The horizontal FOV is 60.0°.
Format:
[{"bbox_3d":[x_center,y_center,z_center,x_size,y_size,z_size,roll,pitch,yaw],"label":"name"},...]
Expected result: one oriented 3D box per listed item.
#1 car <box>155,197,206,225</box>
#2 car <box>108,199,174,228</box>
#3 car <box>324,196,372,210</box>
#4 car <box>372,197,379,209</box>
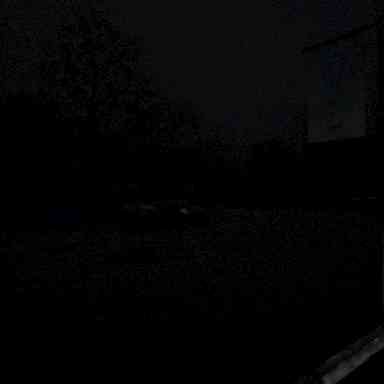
[{"bbox_3d":[-1.098,1.161,22.748,2.185,1.767,4.553,0,0,-40],"label":"car"},{"bbox_3d":[-3.487,1.331,20.663,2.002,1.452,4.674,0,0,-40],"label":"car"},{"bbox_3d":[17.613,1.313,38.309,2.002,1.452,4.674,0,0,-40],"label":"car"},{"bbox_3d":[20.131,1.272,40.404,2.231,1.521,4.892,0,0,-40],"label":"car"}]
